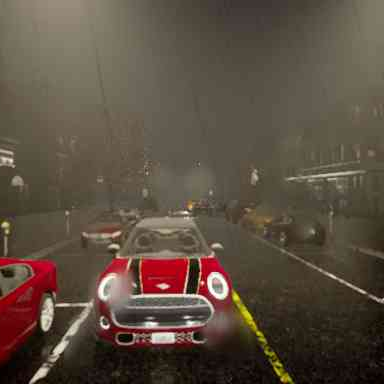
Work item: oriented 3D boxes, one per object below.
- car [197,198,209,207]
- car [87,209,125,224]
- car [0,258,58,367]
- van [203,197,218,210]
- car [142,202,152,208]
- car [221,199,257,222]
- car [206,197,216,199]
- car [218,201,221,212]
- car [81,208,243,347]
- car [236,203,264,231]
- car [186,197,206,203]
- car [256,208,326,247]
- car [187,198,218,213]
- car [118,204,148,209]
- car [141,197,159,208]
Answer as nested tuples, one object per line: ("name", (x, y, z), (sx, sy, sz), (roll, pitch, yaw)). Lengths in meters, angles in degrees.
("car", (1.999, 1.835, 59.990), (1.752, 1.417, 4.829), (0, 0, -3))
("car", (-3.714, 1.647, 15.012), (1.802, 1.307, 4.206), (0, 0, -3))
("car", (-3.054, 1.556, 3.935), (1.887, 1.381, 4.507), (0, 0, -3))
("van", (2.668, 1.597, 48.744), (1.690, 1.788, 3.998), (0, 0, -3))
("car", (-4.375, 1.701, 26.089), (1.802, 1.307, 4.206), (0, 0, -3))
("car", (3.989, 1.464, 26.591), (2.192, 1.841, 5.009), (0, 0, -3))
("car", (2.990, 1.755, 43.375), (1.752, 1.417, 4.829), (0, 0, -3))
("car", (3.330, 1.784, 37.666), (1.802, 1.307, 4.206), (0, 0, -3))
("car", (-0.521, 1.385, 6.721), (2.097, 1.767, 4.553), (0, 0, -3))
("car", (4.312, 1.648, 21.220), (1.752, 1.417, 4.829), (0, 0, -3))
("car", (0.337, 1.702, 43.964), (1.882, 1.535, 5.008), (0, 0, -3))
("car", (4.651, 1.660, 15.513), (1.947, 1.339, 4.313), (0, 0, -3))
("car", (0.975, 1.666, 33.509), (2.128, 1.511, 4.902), (0, 0, -3))
("car", (-4.045, 1.643, 20.550), (2.008, 1.369, 4.403), (0, 0, -3))
("car", (-5.367, 1.515, 42.705), (2.192, 1.841, 5.009), (0, 0, -3))
